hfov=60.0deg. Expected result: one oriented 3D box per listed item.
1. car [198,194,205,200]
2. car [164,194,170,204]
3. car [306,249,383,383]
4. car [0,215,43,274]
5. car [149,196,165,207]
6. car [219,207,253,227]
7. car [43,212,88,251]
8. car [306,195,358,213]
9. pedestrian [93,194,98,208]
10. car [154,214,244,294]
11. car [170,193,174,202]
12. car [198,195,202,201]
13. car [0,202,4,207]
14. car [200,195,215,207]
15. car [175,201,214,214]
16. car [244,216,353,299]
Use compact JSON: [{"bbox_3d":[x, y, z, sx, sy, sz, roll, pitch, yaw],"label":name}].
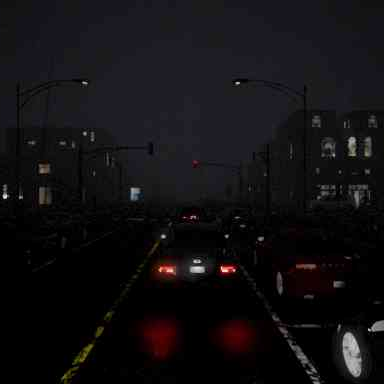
[{"bbox_3d":[2.586,1.458,90.712,1.967,1.590,4.097,0,0,0],"label":"car"},{"bbox_3d":[-5.762,1.559,63.105,2.008,1.369,4.403,0,0,0],"label":"car"},{"bbox_3d":[2.691,1.551,2.593,2.008,1.369,4.403,0,0,0],"label":"car"},{"bbox_3d":[-5.695,1.441,8.292,1.967,1.590,4.097,0,0,0],"label":"car"},{"bbox_3d":[-5.749,1.588,52.062,1.802,1.307,4.206,0,0,0],"label":"car"},{"bbox_3d":[2.671,1.553,19.669,2.008,1.369,4.403,0,0,0],"label":"car"},{"bbox_3d":[-5.703,1.552,13.984,2.008,1.369,4.403,0,0,0],"label":"car"},{"bbox_3d":[15.567,1.315,37.253,5.566,2.045,2.150,0,0,1],"label":"car"},{"bbox_3d":[-12.603,1.135,43.187,0.375,1.860,0.375,0,-1,1],"label":"pedestrian"},{"bbox_3d":[0.089,1.548,8.941,2.033,1.411,5.357,0,0,0],"label":"car"},{"bbox_3d":[-5.775,1.451,74.149,1.967,1.590,4.097,0,0,0],"label":"car"},{"bbox_3d":[2.618,1.590,63.101,1.802,1.307,4.206,0,0,0],"label":"car"},{"bbox_3d":[-25.499,1.447,40.427,4.829,1.417,1.752,0,-1,1],"label":"car"},{"bbox_3d":[2.632,1.572,52.059,1.947,1.339,4.313,0,0,0],"label":"car"},{"bbox_3d":[0.077,1.507,19.462,1.837,1.490,4.892,0,0,0],"label":"car"},{"bbox_3d":[2.685,1.546,8.285,1.887,1.381,4.507,0,0,0],"label":"car"}]
